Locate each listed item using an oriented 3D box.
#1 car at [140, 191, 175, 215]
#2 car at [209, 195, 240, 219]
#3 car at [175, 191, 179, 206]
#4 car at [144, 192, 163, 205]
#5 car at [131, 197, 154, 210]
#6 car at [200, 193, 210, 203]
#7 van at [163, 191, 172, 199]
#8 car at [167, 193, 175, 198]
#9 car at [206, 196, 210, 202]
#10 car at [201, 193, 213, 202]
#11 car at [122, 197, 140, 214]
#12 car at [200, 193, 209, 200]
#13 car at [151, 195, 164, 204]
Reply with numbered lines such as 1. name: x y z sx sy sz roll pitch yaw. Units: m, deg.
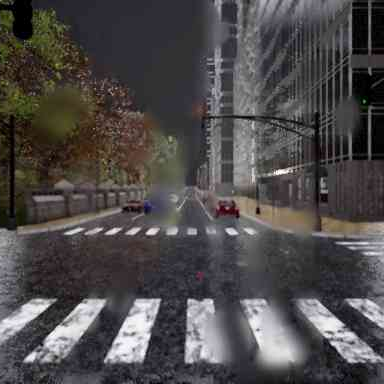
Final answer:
1. car: -3.098 1.002 31.017 2.150 2.045 5.566 0 0 0
2. car: 2.693 1.249 27.051 1.967 1.590 4.097 0 0 0
3. car: -3.082 0.883 48.096 2.150 2.045 5.566 0 0 0
4. car: -5.688 0.962 49.776 2.192 1.841 5.009 0 0 0
5. car: -5.689 1.279 38.412 2.008 1.369 4.403 0 0 0
6. car: 2.692 1.170 55.456 1.947 1.339 4.313 0 0 0
7. van: -5.688 0.757 78.192 1.690 1.788 3.998 0 0 0
8. car: -5.690 0.894 89.559 1.802 1.307 4.206 0 1 0
9. car: 2.692 1.334 32.732 1.947 1.339 4.313 0 0 0
10. car: 2.692 0.999 61.136 1.967 1.590 4.097 0 0 0
11. car: -5.689 1.313 32.729 1.887 1.381 4.507 0 0 0
12. car: 2.692 0.989 72.672 1.752 1.417 4.829 0 0 0
13. car: -5.690 1.186 55.460 1.802 1.307 4.206 0 0 0
